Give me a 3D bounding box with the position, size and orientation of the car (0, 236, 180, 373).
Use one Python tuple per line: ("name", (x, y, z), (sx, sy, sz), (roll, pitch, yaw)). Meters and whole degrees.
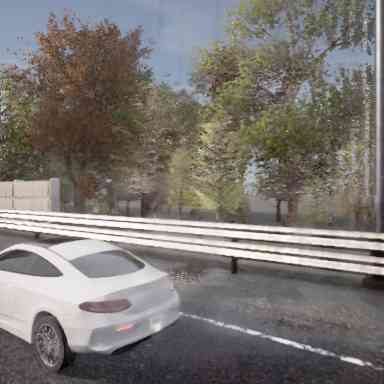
("car", (-2.335, 1.495, 5.618), (4.674, 1.442, 1.812), (0, 0, 35))
